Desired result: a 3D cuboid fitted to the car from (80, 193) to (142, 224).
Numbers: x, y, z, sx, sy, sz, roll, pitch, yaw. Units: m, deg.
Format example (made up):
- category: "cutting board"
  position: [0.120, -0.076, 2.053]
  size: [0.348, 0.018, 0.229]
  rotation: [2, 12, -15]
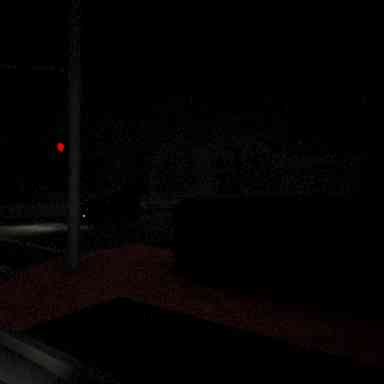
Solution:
- category: "car"
  position: [-6.095, 1.098, 23.956]
  size: [2.150, 2.045, 5.566]
  rotation: [0, 0, 38]
